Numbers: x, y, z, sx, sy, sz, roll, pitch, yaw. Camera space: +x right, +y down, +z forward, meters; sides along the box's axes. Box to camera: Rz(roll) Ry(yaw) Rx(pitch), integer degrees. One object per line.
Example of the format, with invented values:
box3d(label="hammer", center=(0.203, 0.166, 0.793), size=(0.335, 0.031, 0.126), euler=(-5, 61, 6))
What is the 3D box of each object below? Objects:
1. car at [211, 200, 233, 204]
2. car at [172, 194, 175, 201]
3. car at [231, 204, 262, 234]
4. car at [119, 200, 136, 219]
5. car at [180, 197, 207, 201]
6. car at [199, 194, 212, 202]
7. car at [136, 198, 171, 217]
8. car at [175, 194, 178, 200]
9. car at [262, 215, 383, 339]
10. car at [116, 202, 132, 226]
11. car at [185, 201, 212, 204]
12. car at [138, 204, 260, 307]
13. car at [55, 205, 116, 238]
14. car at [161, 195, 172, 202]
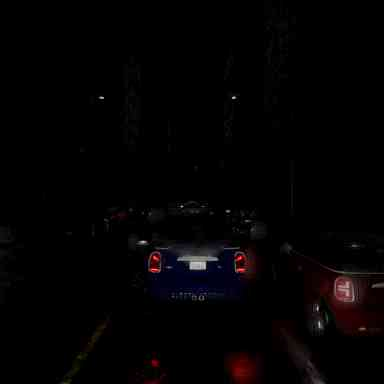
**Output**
box3d(label="car", center=(2.874, 1.569, 28.592), size=(1.947, 1.339, 4.313), euler=(0, 0, 0))
box3d(label="car", center=(-5.563, 1.617, 76.518), size=(2.008, 1.369, 4.403), euler=(0, 0, 0))
box3d(label="car", center=(2.866, 1.552, 17.589), size=(2.008, 1.369, 4.403), euler=(0, 0, 0))
box3d(label="car", center=(-5.652, 1.444, 28.598), size=(1.967, 1.590, 4.097), euler=(0, 0, 0))
box3d(label="car", center=(0.019, 1.460, 27.459), size=(1.801, 1.575, 5.366), euler=(0, 0, 0))
box3d(label="car", center=(2.934, 1.484, 65.682), size=(1.967, 1.590, 4.097), euler=(0, 0, 0))
box3d(label="car", center=(-3.007, 1.510, 26.929), size=(1.837, 1.490, 4.892), euler=(0, -1, 0))
box3d(label="car", center=(-5.523, 1.638, 92.573), size=(1.752, 1.417, 4.829), euler=(0, 0, 0))
box3d(label="car", center=(2.858, 1.440, 6.586), size=(1.967, 1.590, 4.097), euler=(0, 0, 0))
box3d(label="car", center=(-5.656, 1.584, 23.097), size=(1.802, 1.307, 4.206), euler=(0, 0, 0))
box3d(label="car", center=(0.108, 1.479, 17.437), size=(1.882, 1.535, 5.008), euler=(0, 0, 0))
box3d(label="car", center=(0.105, 1.352, 8.157), size=(2.097, 1.767, 4.553), euler=(0, 0, 0))
box3d(label="car", center=(-5.659, 1.567, 17.595), size=(1.947, 1.339, 4.313), euler=(0, 0, 0))
box3d(label="car", center=(-5.591, 1.626, 65.701), size=(1.802, 1.307, 4.206), euler=(0, 0, 0))
